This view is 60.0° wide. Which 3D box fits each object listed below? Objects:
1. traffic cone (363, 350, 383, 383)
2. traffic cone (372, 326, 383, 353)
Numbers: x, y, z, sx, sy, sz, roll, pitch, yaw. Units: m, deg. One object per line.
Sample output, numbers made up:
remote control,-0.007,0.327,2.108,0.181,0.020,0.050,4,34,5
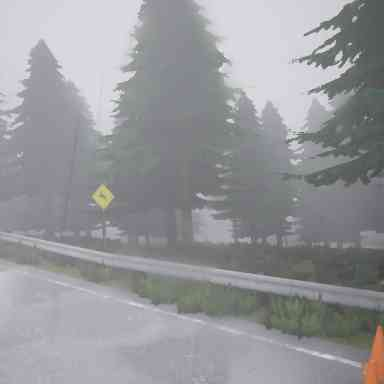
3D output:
traffic cone,1.779,1.956,3.279,0.340,0.580,0.340,0,0,34
traffic cone,2.324,1.956,4.115,0.340,0.580,0.340,0,0,34
